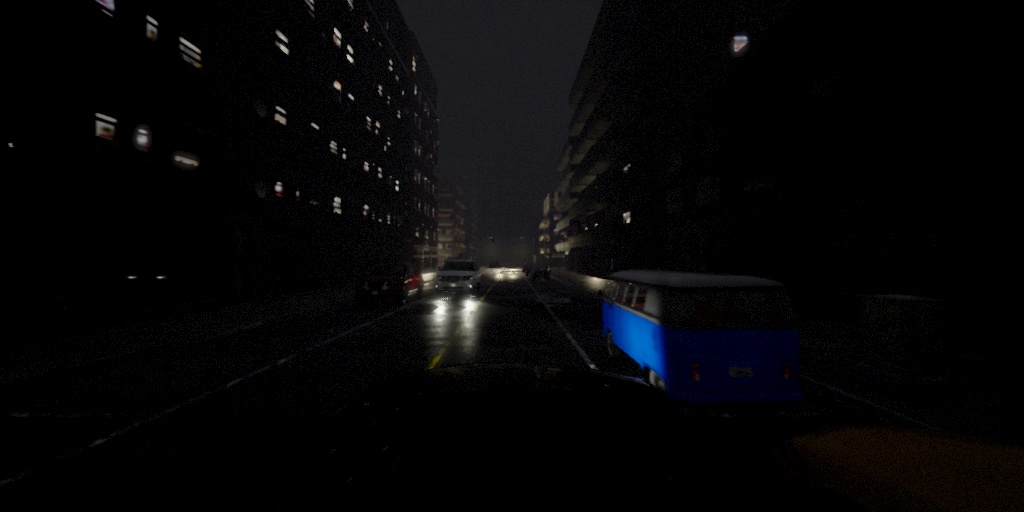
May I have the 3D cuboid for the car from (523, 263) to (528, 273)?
[{"bbox_3d":[2.677,1.827,45.825,1.888,1.381,4.507,0,0,0],"label":"car"}]

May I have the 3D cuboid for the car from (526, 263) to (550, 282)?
[{"bbox_3d":[2.680,1.693,34.456,2.007,1.370,4.403,0,0,0],"label":"car"}]

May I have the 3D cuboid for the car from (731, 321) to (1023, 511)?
[{"bbox_3d":[2.690,1.260,0.521,1.751,1.417,4.829,0,0,0],"label":"car"}]

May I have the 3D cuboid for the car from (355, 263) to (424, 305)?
[{"bbox_3d":[-5.696,1.251,17.405,2.192,1.841,5.009,0,0,0],"label":"car"}]

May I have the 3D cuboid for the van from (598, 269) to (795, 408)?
[{"bbox_3d":[2.688,1.142,6.035,1.690,1.789,3.998,0,0,0],"label":"van"}]

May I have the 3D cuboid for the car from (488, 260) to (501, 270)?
[{"bbox_3d":[-3.017,1.460,62.588,2.097,1.767,4.553,0,-1,0],"label":"car"}]

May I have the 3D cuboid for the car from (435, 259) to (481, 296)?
[{"bbox_3d":[-3.106,1.208,21.699,2.150,2.045,5.566,0,-1,0],"label":"car"}]
